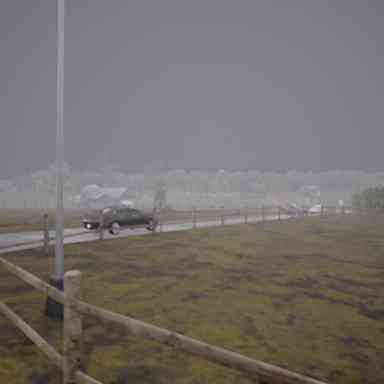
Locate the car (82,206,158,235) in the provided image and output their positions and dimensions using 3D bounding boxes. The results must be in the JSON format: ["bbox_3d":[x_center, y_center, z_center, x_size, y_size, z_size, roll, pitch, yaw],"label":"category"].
[{"bbox_3d":[-4.036,1.590,19.523,1.837,1.490,4.892,-1,-2,36],"label":"car"}]

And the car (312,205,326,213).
[{"bbox_3d":[19.886,2.753,52.868,1.812,1.442,4.674,-1,-3,36],"label":"car"}]

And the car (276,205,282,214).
[{"bbox_3d":[14.268,2.433,49.761,2.097,1.767,4.553,-1,-3,36],"label":"car"}]

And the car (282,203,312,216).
[{"bbox_3d":[14.175,2.464,44.810,1.994,1.385,4.181,-1,-3,36],"label":"car"}]
